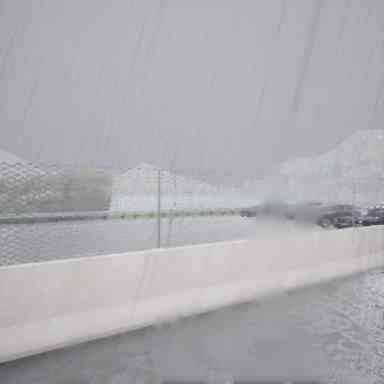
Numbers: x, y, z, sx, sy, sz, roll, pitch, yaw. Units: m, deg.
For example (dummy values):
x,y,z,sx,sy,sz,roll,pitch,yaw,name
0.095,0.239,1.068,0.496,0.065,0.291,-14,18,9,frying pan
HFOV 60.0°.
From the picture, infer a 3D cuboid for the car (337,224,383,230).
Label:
x,y,z,sx,sy,sz,roll,pitch,yaw,name
9.950,1.588,18.313,4.718,1.301,1.895,0,0,-29,car
